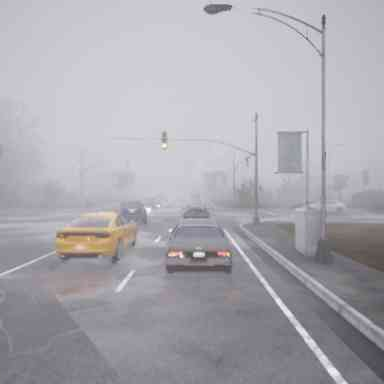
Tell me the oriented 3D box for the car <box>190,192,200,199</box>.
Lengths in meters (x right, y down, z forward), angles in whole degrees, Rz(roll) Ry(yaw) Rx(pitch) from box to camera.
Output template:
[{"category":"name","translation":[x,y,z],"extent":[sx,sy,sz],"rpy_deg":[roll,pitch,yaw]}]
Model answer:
[{"category":"car","translation":[0.810,0.990,81.252],"extent":[2.150,2.045,5.566],"rpy_deg":[0,1,0]}]

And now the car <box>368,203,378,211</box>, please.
[{"category":"car","translation":[23.162,1.601,38.695],"extent":[4.718,1.301,1.895],"rpy_deg":[0,0,-2]}]

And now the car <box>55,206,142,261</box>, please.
[{"category":"car","translation":[-3.293,1.488,12.340],"extent":[1.882,1.535,5.008],"rpy_deg":[0,0,1]}]

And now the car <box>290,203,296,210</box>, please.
[{"category":"car","translation":[13.831,1.476,38.262],"extent":[5.008,1.535,1.882],"rpy_deg":[0,0,-3]}]

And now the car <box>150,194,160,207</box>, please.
[{"category":"car","translation":[-6.592,1.479,50.019],"extent":[2.128,1.511,4.902],"rpy_deg":[0,0,1]}]

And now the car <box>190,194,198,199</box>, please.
[{"category":"car","translation":[0.524,1.153,91.617],"extent":[1.895,1.301,4.718],"rpy_deg":[0,1,-4]}]

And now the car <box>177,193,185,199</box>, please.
[{"category":"car","translation":[-2.968,0.994,91.380],"extent":[1.812,1.442,4.674],"rpy_deg":[0,1,-8]}]

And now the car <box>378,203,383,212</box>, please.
[{"category":"car","translation":[22.807,1.528,35.171],"extent":[4.674,1.442,1.812],"rpy_deg":[0,0,-3]}]

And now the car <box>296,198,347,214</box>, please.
[{"category":"car","translation":[13.721,1.526,34.752],"extent":[4.674,1.442,1.812],"rpy_deg":[0,0,-2]}]

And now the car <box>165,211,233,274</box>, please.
[{"category":"car","translation":[0.187,1.559,10.559],"extent":[2.033,1.411,5.357],"rpy_deg":[0,0,1]}]

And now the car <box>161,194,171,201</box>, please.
[{"category":"car","translation":[-6.202,1.314,79.627],"extent":[2.128,1.511,4.902],"rpy_deg":[0,1,1]}]

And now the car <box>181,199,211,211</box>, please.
[{"category":"car","translation":[0.323,1.511,23.949],"extent":[1.837,1.490,4.892],"rpy_deg":[0,1,1]}]

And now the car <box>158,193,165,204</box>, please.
[{"category":"car","translation":[-6.447,1.483,59.413],"extent":[1.837,1.490,4.892],"rpy_deg":[0,0,1]}]

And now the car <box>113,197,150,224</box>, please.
[{"category":"car","translation":[-4.774,1.353,24.783],"extent":[2.097,1.767,4.553],"rpy_deg":[0,0,-18]}]

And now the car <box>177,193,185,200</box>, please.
[{"category":"car","translation":[-2.692,1.257,81.251],"extent":[1.837,1.490,4.892],"rpy_deg":[0,1,0]}]

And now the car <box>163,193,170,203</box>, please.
[{"category":"car","translation":[-6.301,1.145,69.484],"extent":[2.150,2.045,5.566],"rpy_deg":[0,0,1]}]
